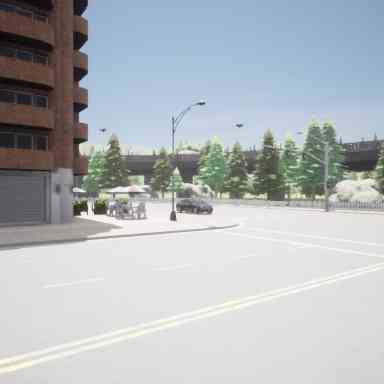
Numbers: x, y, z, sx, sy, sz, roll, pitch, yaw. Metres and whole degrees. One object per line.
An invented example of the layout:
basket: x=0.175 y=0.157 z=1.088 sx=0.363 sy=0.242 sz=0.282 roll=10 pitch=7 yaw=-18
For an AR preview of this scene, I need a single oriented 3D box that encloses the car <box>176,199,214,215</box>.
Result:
car: x=0.215 y=1.449 z=33.960 sx=1.837 sy=1.490 sz=4.892 roll=0 pitch=0 yaw=-36
